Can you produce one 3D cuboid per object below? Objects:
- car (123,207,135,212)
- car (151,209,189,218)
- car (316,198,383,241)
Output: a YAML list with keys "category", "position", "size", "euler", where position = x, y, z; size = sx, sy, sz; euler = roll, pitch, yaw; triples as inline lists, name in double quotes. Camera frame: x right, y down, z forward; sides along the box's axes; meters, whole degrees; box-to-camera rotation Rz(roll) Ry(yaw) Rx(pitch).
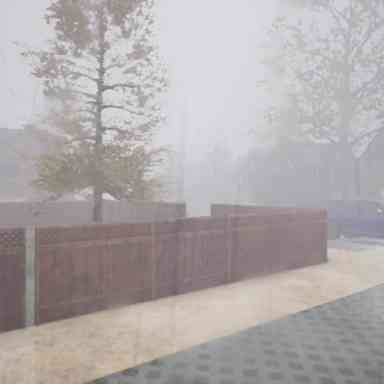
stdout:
- category: "car"
  position: [-8.871, 2.062, 44.385]
  size: [1.812, 1.442, 4.674]
  euler: [2, -2, -34]
- category: "car"
  position: [-2.150, 1.780, 29.636]
  size: [1.837, 1.490, 4.892]
  euler: [2, -2, -35]
- category: "car"
  position: [8.096, 1.301, 14.893]
  size: [2.150, 2.045, 5.566]
  euler: [2, -1, -35]
